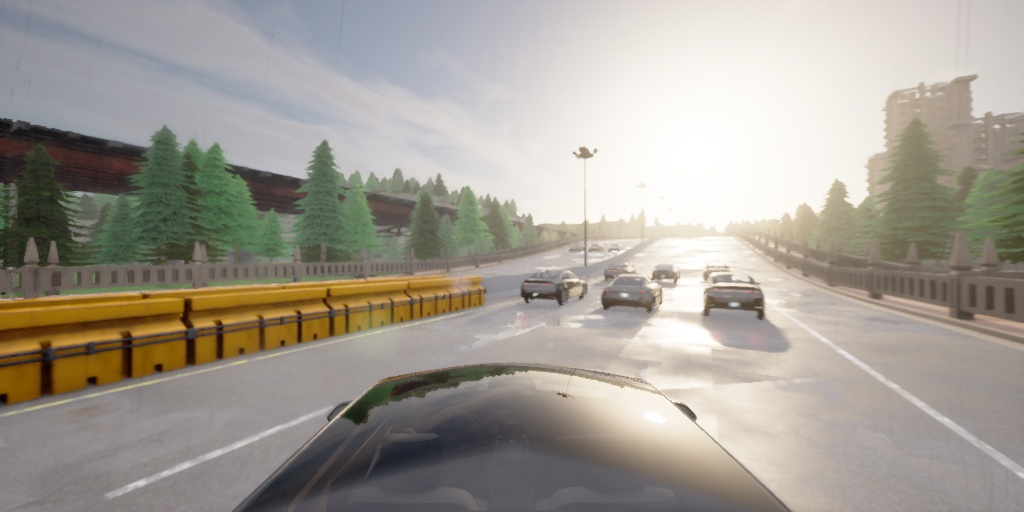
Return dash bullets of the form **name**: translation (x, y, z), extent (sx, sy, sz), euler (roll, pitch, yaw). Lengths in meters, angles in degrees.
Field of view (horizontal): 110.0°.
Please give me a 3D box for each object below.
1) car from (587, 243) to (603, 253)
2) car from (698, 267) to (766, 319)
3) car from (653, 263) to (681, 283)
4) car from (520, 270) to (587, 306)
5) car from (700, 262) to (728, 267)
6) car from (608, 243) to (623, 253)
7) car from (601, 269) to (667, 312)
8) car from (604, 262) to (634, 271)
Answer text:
- **car**: translation (14.808, -1.470, 63.526), extent (1.837, 1.490, 4.892), euler (0, 6, 29)
- **car**: translation (8.290, 1.364, 13.657), extent (2.128, 1.511, 4.902), euler (0, -1, 28)
- **car**: translation (12.365, 1.258, 28.827), extent (1.812, 1.442, 4.674), euler (0, 2, 28)
- **car**: translation (2.119, 1.407, 16.962), extent (2.128, 1.511, 4.902), euler (0, -1, 28)
- **car**: translation (15.270, 1.219, 26.841), extent (2.128, 1.511, 4.902), euler (0, 2, 28)
- **car**: translation (17.899, -1.470, 61.891), extent (1.812, 1.442, 4.674), euler (0, 6, 29)
- **car**: translation (5.197, 1.457, 15.293), extent (1.994, 1.385, 4.181), euler (0, -1, 28)
- **car**: translation (9.086, 1.261, 30.121), extent (2.128, 1.511, 4.902), euler (0, 2, 28)
